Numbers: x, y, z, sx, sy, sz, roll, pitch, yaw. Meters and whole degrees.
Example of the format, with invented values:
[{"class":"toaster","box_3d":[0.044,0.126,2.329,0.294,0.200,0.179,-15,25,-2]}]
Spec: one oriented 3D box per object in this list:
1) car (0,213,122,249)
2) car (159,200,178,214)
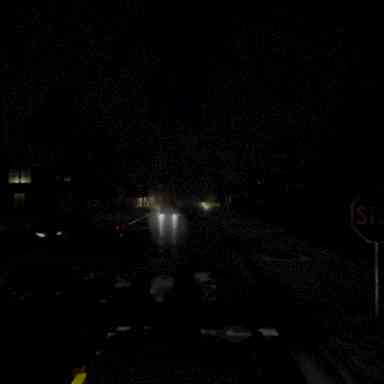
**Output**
[{"class":"car","box_3d":[-5.989,1.684,15.180,5.357,1.411,2.033,0,0,-25]},{"class":"car","box_3d":[-2.704,1.762,38.974,1.837,1.490,4.892,0,0,0]}]
